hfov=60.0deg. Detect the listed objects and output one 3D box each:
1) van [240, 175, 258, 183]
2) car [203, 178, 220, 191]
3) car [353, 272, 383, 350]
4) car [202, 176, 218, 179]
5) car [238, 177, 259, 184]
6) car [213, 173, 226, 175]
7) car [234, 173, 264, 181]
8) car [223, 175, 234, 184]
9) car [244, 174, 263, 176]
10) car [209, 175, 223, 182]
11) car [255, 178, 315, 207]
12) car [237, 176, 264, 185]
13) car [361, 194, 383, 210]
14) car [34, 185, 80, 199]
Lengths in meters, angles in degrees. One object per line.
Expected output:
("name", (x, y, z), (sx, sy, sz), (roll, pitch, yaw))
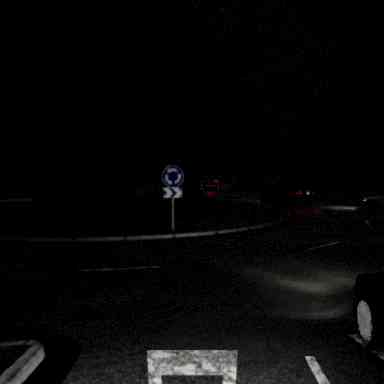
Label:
("van", (14.540, -3.362, 84.641), (4.442, 1.987, 1.878), (0, 4, 11))
("car", (3.013, -0.992, 53.805), (1.837, 1.490, 4.892), (0, 4, 1))
("car", (3.280, 1.444, 3.022), (1.882, 1.535, 5.008), (0, 1, 3))
("car", (3.571, -1.781, 65.403), (1.882, 1.535, 5.008), (0, 4, 8))
("car", (13.479, -2.733, 79.449), (4.792, 1.488, 2.163), (0, 4, 10))
("car", (7.302, -3.555, 88.936), (1.837, 1.490, 4.892), (1, 4, 12))
("car", (13.109, -2.824, 76.734), (5.566, 2.045, 2.435), (0, 4, 9))
("car", (8.590, -2.701, 79.014), (1.837, 1.490, 4.892), (0, 4, 10))
("car", (12.281, -2.326, 71.316), (4.553, 1.767, 2.185), (0, 4, 9))
("car", (5.521, -2.692, 78.846), (1.882, 1.535, 5.008), (0, 4, 10))
("car", (8.123, 0.087, 28.728), (2.150, 2.045, 5.566), (0, 3, -22))
("car", (11.826, -2.016, 68.613), (4.892, 1.521, 2.231), (0, 4, 9))
("car", (15.019, 0.543, 24.413), (4.674, 1.442, 1.812), (0, 3, 30))
("car", (-14.666, -0.002, 36.663), (4.902, 1.511, 2.128), (-2, 3, -34))
